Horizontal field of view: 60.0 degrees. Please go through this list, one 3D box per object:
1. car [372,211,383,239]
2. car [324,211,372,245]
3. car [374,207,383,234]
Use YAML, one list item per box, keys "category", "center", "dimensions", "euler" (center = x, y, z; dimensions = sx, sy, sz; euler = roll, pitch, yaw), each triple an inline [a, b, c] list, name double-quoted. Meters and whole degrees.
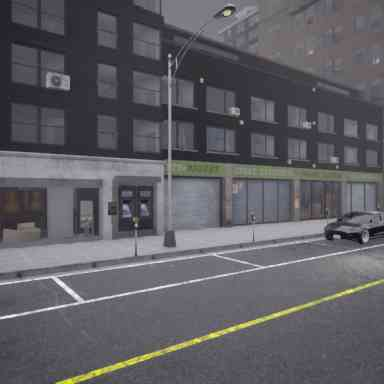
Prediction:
- category: "car"
  center: [9.908, 1.491, 13.848]
  dimensions: [4.902, 1.511, 2.128]
  euler: [0, 0, -35]
- category: "car"
  center: [8.036, 1.566, 15.630]
  dimensions: [4.313, 1.339, 1.947]
  euler: [0, 0, -36]
- category: "car"
  center: [12.304, 1.525, 18.674]
  dimensions: [4.829, 1.417, 1.752]
  euler: [0, 0, -36]
